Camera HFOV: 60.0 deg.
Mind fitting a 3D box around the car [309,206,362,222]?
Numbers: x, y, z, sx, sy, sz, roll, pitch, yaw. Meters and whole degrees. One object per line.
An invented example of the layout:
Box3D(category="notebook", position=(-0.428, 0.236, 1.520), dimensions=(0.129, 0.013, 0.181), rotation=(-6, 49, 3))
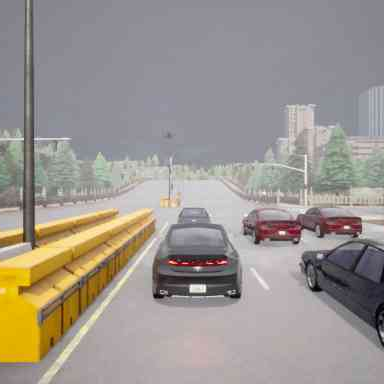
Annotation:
Box3D(category="car", position=(7.097, 1.478, 17.716), dimensions=(1.882, 1.535, 5.008), rotation=(0, 0, 0))

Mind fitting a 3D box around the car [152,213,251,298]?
Box3D(category="car", position=(0.101, 1.505, 8.461), dimensions=(1.837, 1.490, 4.892), rotation=(0, 0, 0))

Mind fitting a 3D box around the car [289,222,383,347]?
Box3D(category="car", position=(3.594, 1.547, 5.904), dimensions=(2.033, 1.411, 5.357), rotation=(0, 0, 0))

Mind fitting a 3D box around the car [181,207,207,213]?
Box3D(category="car", position=(0.097, 1.547, 18.192), dimensions=(2.033, 1.411, 5.357), rotation=(0, 0, 0))

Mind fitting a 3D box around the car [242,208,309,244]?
Box3D(category="car", position=(3.598, 1.478, 15.729), dimensions=(1.882, 1.535, 5.008), rotation=(0, 0, 0))
